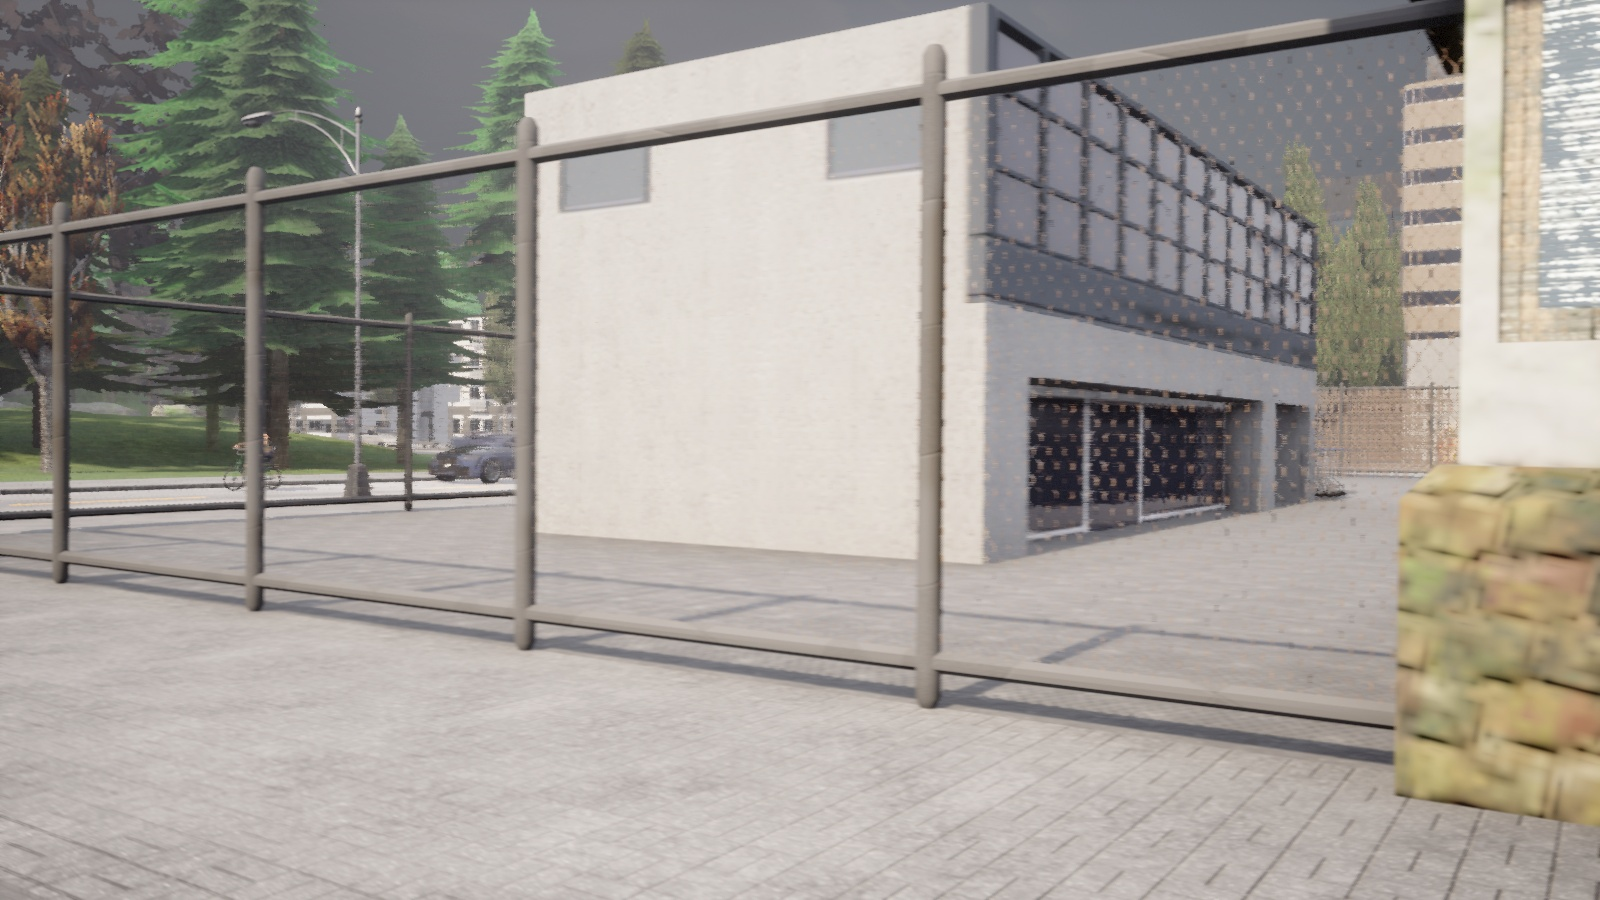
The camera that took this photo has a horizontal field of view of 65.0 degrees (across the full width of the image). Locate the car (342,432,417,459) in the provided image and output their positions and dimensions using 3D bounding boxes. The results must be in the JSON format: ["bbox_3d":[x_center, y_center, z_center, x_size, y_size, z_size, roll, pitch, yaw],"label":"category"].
[{"bbox_3d":[-27.441,-0.292,81.860,4.611,1.667,2.242,0,1,33],"label":"car"}]

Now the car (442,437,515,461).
[{"bbox_3d":[-19.656,-0.073,76.683,4.181,1.385,1.994,0,1,33],"label":"car"}]

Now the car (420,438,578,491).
[{"bbox_3d":[-8.559,0.381,36.013,1.994,1.385,4.181,0,1,33],"label":"car"}]

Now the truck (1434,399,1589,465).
[{"bbox_3d":[28.185,-0.690,49.779,5.204,2.467,2.627,0,1,33],"label":"truck"}]

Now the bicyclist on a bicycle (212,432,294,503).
[{"bbox_3d":[-12.857,0.381,29.545,0.866,1.612,1.509,0,1,33],"label":"bicyclist on a bicycle"}]
